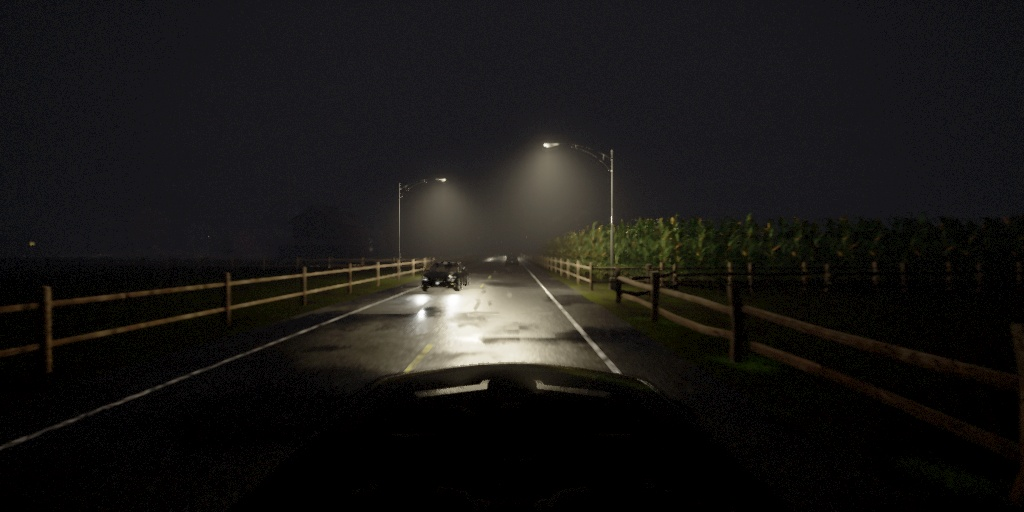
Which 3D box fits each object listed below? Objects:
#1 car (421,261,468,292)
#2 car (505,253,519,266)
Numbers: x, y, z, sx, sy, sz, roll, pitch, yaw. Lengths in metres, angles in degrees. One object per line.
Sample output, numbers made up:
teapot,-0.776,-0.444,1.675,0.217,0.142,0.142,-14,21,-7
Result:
car,-3.506,1.028,19.356,1.837,1.490,4.892,0,0,0
car,0.015,0.707,49.808,1.994,1.385,4.181,0,1,0
